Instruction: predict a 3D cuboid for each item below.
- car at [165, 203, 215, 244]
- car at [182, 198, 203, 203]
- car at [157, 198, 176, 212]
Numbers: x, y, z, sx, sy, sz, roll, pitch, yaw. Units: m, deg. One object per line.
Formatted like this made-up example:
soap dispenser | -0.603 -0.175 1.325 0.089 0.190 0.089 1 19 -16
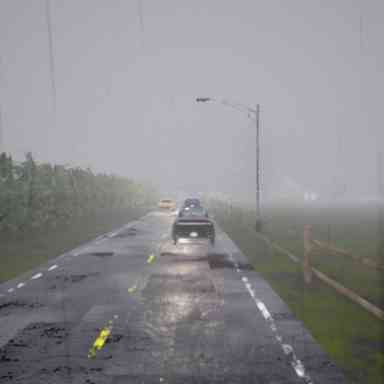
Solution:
car | 0.067 1.495 15.813 2.128 1.511 4.902 0 0 0
car | 0.022 1.369 33.635 2.097 1.767 4.553 0 0 0
car | -2.933 1.502 38.894 1.882 1.535 5.008 0 0 0
